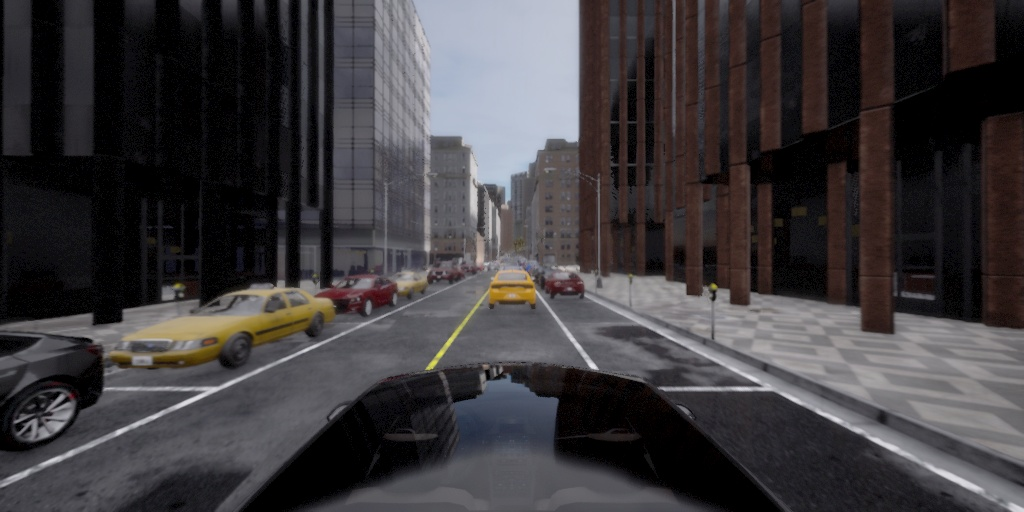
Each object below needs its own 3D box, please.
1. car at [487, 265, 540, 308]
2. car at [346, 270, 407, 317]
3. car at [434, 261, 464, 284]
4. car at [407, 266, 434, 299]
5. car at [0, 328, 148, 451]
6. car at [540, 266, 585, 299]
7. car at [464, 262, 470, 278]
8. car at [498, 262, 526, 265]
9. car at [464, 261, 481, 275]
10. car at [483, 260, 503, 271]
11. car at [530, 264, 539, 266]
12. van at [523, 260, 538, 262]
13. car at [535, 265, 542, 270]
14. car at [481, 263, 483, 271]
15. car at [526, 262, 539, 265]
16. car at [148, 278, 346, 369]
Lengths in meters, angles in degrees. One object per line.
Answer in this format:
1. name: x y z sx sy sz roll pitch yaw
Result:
1. car: 0.031 1.373 16.095 1.882 1.535 5.008 0 0 0
2. car: -5.761 1.417 13.809 1.888 1.381 4.507 0 0 0
3. car: -5.758 1.360 30.740 2.192 1.841 5.009 0 0 0
4. car: -5.760 1.456 19.282 1.751 1.417 4.829 0 0 0
5. car: -5.763 1.324 2.524 1.948 1.339 4.313 0 0 0
6. car: 2.766 1.476 19.445 1.888 1.381 4.507 0 0 0
7. car: -5.757 1.645 36.384 1.888 1.381 4.507 0 0 0
8. car: 0.034 1.526 31.092 1.882 1.535 5.008 0 0 0
9. car: -5.755 1.521 47.672 2.192 1.841 5.009 0 0 0
10. car: -3.061 1.794 58.525 2.128 1.511 4.902 0 0 0
11. car: 2.768 1.611 30.734 1.948 1.339 4.313 0 0 0
12. van: 2.771 1.547 47.667 1.690 1.789 3.998 0 0 0
13. car: 2.767 1.554 25.090 1.948 1.339 4.313 0 0 0
14. car: -5.753 1.851 58.960 1.888 1.381 4.507 0 0 0
15. car: 2.769 1.650 36.378 2.007 1.370 4.403 0 0 0
16. car: -5.762 1.339 7.996 1.751 1.417 4.829 0 0 0
